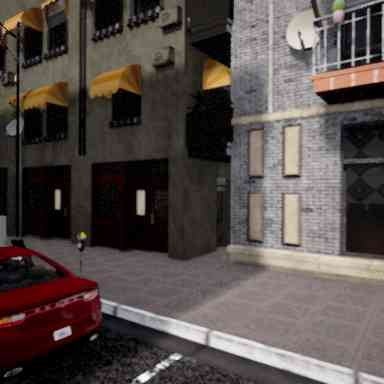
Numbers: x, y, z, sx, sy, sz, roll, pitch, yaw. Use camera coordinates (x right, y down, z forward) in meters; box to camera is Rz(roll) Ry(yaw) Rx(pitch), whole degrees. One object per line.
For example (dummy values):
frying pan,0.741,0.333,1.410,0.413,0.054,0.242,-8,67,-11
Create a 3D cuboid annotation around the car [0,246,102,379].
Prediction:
car,-3.359,1.552,5.266,4.507,1.381,1.887,0,0,36
